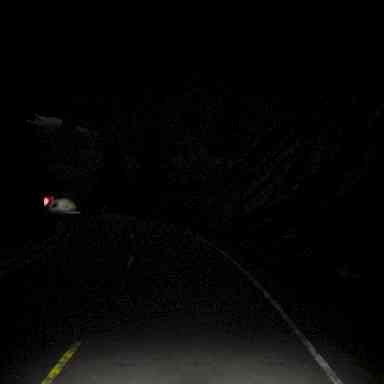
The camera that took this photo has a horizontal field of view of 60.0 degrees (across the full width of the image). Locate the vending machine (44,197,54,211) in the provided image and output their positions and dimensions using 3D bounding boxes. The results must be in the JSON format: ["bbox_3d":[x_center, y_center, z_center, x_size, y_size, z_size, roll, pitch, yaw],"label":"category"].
[{"bbox_3d":[-21.936,1.763,51.070,0.880,2.100,1.100,0,-1,19],"label":"vending machine"}]

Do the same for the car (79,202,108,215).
[{"bbox_3d":[-12.063,1.944,40.618,2.128,1.511,4.902,1,-1,-43],"label":"car"}]
